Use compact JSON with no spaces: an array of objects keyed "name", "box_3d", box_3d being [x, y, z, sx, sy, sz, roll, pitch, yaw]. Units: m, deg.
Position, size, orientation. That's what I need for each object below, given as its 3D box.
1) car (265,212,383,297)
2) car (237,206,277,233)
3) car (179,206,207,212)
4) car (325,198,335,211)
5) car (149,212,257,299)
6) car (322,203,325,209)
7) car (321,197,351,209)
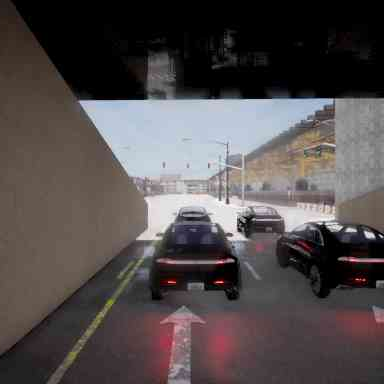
[{"name":"car","box_3d":[3.559,1.492,8.588,2.128,1.511,4.902,0,0,0]},{"name":"car","box_3d":[3.539,1.491,17.721,2.128,1.511,4.902,0,0,0]},{"name":"car","box_3d":[0.041,1.505,17.546,1.837,1.490,4.892,0,0,0]},{"name":"car","box_3d":[17.316,1.452,35.509,2.038,1.542,4.974,0,0,-35]},{"name":"car","box_3d":[0.063,1.492,8.425,2.128,1.511,4.902,0,0,0]},{"name":"car","box_3d":[17.405,1.452,40.116,2.038,1.542,4.974,0,0,45]},{"name":"car","box_3d":[17.442,1.295,40.153,1.853,1.218,4.536,0,0,45]}]
